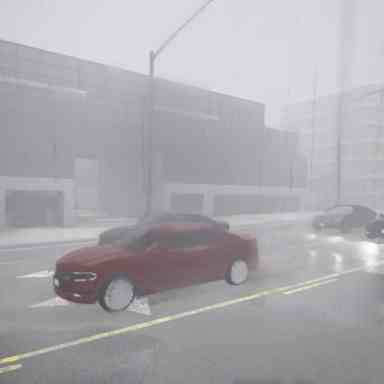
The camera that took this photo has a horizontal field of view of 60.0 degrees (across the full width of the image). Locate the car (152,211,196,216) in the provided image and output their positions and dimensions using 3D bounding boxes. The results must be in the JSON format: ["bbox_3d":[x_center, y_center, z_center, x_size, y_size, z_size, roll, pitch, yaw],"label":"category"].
[{"bbox_3d":[-0.830,1.474,11.998,5.008,1.535,1.882,0,0,-36],"label":"car"}]

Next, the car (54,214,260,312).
[{"bbox_3d":[-0.581,1.476,7.878,5.008,1.535,1.882,0,0,-36],"label":"car"}]

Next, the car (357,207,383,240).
[{"bbox_3d":[9.791,1.473,15.276,4.181,1.385,1.994,-1,0,-36],"label":"car"}]

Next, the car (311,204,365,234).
[{"bbox_3d":[8.713,1.420,18.803,4.674,1.442,1.812,-1,1,-36],"label":"car"}]
